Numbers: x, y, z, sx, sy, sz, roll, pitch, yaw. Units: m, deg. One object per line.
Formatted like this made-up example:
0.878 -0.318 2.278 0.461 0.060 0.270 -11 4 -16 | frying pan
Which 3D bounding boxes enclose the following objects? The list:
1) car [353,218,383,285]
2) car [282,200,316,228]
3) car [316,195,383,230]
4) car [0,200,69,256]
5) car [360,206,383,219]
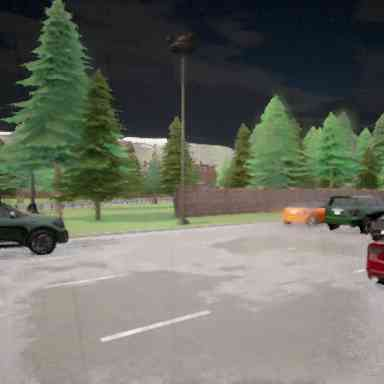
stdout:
6.286 1.470 8.225 5.008 1.535 1.882 0 0 -35 | car
8.253 1.337 22.520 4.553 1.767 2.097 0 0 -35 | car
10.017 1.207 19.480 5.566 2.045 2.150 0 0 -35 | car
-7.252 1.221 11.469 5.566 2.045 2.150 0 0 -35 | car
9.855 1.513 15.083 4.674 1.442 1.812 0 0 -36 | car
